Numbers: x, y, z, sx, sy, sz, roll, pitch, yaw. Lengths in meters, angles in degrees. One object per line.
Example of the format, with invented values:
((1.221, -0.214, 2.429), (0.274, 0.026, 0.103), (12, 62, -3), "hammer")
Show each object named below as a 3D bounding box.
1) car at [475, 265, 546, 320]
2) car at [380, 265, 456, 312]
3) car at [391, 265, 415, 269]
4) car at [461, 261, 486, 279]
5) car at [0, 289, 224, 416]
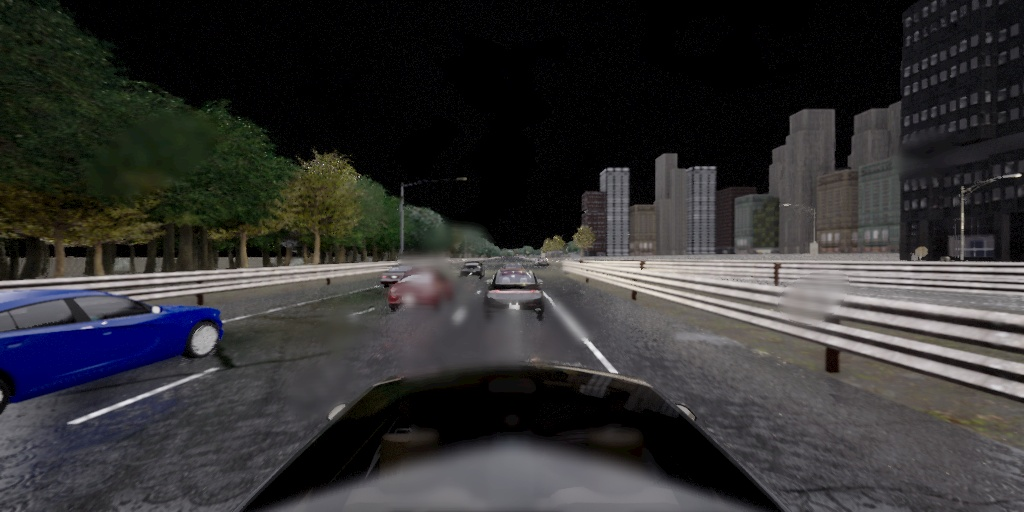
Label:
((0.099, 1.236, 12.565), (2.128, 1.511, 4.902), (0, 0, 0), "car")
((-3.401, 1.268, 14.142), (1.812, 1.442, 4.674), (0, 0, 0), "car")
((-6.897, 1.277, 23.466), (2.033, 1.411, 5.357), (0, 0, 0), "car")
((-3.400, 1.218, 32.110), (1.837, 1.490, 4.892), (0, 0, 0), "car")
((-6.901, 1.226, 5.366), (1.882, 1.535, 5.008), (0, 0, 0), "car")
